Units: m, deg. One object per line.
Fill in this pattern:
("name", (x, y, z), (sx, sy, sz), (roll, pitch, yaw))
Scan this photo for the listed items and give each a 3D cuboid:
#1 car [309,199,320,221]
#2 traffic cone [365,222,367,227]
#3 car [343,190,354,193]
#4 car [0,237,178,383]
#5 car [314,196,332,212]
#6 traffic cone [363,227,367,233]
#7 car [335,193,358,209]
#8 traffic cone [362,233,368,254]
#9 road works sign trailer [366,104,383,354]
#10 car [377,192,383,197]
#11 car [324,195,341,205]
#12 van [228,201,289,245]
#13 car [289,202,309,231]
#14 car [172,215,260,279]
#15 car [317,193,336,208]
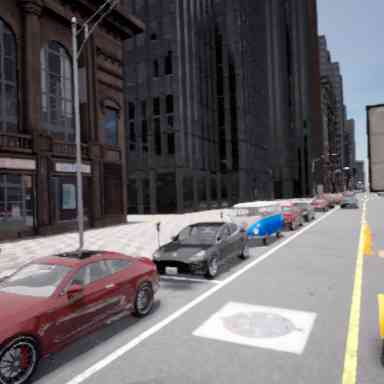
("car", (8.284, 1.479, 25.464), (1.947, 1.339, 4.313), (-2, -1, 28))
("traffic cone", (7.914, 1.793, 15.054), (0.340, 0.580, 0.340), (-2, -1, 28))
("car", (38.959, 0.624, 84.102), (2.192, 1.841, 5.009), (-2, -1, 28))
("car", (-2.136, 1.710, 5.553), (1.802, 1.307, 4.206), (-2, -1, 28))
("car", (13.494, 1.390, 35.419), (1.802, 1.307, 4.206), (-2, -1, 28))
("traffic cone", (6.986, 1.812, 13.282), (0.340, 0.580, 0.340), (-2, -1, 28))
("car", (18.473, 1.204, 39.096), (2.033, 1.411, 5.357), (-2, -1, 28))
("traffic cone", (6.059, 1.831, 11.510), (0.340, 0.580, 0.340), (-2, -1, 28))
("road works sign trailer", (3.887, 0.361, 4.729), (2.380, 3.560, 2.880), (-2, -1, 28))
("car", (46.524, 0.546, 80.165), (2.008, 1.369, 4.403), (-2, -1, 28))
("car", (21.307, 1.196, 50.353), (1.887, 1.381, 4.507), (-2, -1, 28))
("van", (3.065, 1.362, 15.510), (1.690, 1.788, 3.998), (-2, -1, 28))
("car", (5.678, 1.511, 20.486), (1.887, 1.381, 4.507), (-2, -1, 28))
("car", (0.469, 1.640, 10.531), (1.947, 1.339, 4.313), (-2, -1, 28))
("car", (16.089, 1.071, 40.399), (2.192, 1.841, 5.009), (-2, -1, 28))
